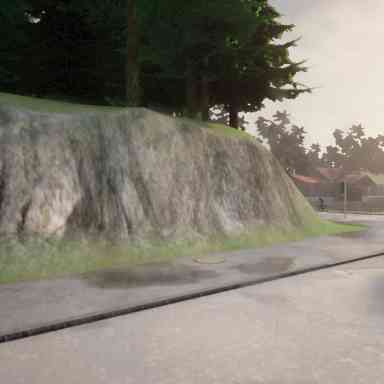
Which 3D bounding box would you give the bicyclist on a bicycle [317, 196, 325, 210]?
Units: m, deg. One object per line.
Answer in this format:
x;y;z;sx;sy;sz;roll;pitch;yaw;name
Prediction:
15.462;1.349;39.963;1.656;1.620;0.582;0;0;-36;bicyclist on a bicycle
